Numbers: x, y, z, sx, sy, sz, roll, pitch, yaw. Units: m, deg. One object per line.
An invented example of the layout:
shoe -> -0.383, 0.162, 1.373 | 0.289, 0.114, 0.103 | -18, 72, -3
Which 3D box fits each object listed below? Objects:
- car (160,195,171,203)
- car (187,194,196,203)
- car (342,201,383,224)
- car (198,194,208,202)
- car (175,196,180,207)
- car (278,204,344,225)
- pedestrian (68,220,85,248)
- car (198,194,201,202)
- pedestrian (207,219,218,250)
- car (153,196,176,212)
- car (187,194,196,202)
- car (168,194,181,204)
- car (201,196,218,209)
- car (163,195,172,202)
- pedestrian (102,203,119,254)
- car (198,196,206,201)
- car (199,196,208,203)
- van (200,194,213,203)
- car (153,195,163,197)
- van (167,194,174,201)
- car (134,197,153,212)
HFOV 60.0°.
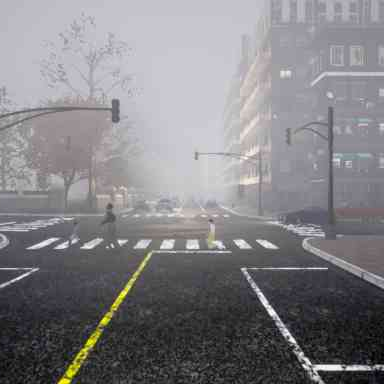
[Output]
car -> -5.827, 1.515, 73.503 | 1.967, 1.590, 4.097 | 0, 0, 0
car -> -0.130, 1.612, 68.448 | 2.033, 1.411, 5.357 | 0, 0, 0
car -> 13.415, 1.609, 27.435 | 5.009, 1.841, 2.192 | 1, -1, -1
car -> 2.543, 1.401, 79.148 | 2.192, 1.841, 5.009 | 0, 0, 0
car -> -3.186, 1.636, 49.768 | 1.895, 1.301, 4.718 | 0, 0, 0
car -> 8.572, 1.744, 24.772 | 4.181, 1.385, 1.994 | 2, 0, -1
pedestrian -> -4.633, 1.276, 13.396 | 0.375, 1.860, 0.375 | 0, 0, 0
car -> 2.575, 1.494, 62.258 | 1.967, 1.590, 4.097 | 0, 0, 0
pedestrian -> 0.805, 1.578, 12.804 | 0.375, 1.300, 0.375 | 0, 0, 0
car -> -3.167, 1.548, 39.128 | 1.812, 1.442, 4.674 | 0, 0, 0
car -> -0.148, 1.318, 78.837 | 2.097, 1.767, 4.553 | 0, 0, 0
car -> -3.172, 1.562, 63.848 | 1.837, 1.490, 4.892 | 0, 0, 0
car -> 2.608, 1.574, 45.367 | 1.887, 1.381, 4.507 | 0, 0, 0
car -> -5.837, 1.526, 79.132 | 1.967, 1.590, 4.097 | 0, 0, 0
pedestrian -> -2.986, 1.296, 12.197 | 0.375, 1.860, 0.375 | 0, 0, 0
car -> 2.531, 1.649, 84.779 | 2.008, 1.369, 4.403 | 0, 0, 0
car -> 2.553, 1.619, 73.518 | 1.887, 1.381, 4.507 | 0, 0, 0
van -> 2.597, 1.377, 50.998 | 1.690, 1.788, 3.998 | 0, 0, 0
car -> -5.783, 1.561, 50.812 | 1.752, 1.417, 4.829 | 0, 0, 0
van -> -5.860, 1.453, 90.393 | 1.690, 1.788, 3.998 | 0, 0, 0
car -> -5.762, 1.589, 39.721 | 1.947, 1.339, 4.313 | 0, 0, 0
